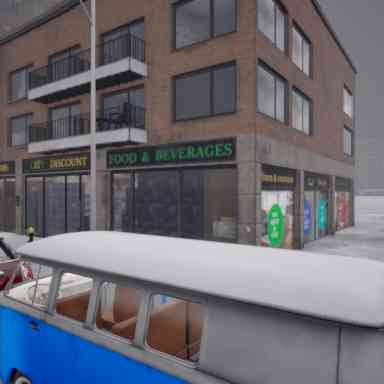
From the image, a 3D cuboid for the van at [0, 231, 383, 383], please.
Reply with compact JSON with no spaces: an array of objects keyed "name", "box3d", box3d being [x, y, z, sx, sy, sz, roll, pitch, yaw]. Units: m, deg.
[{"name":"van","box3d":[-0.190,1.341,2.980,3.998,1.788,1.690,0,0,35]}]
